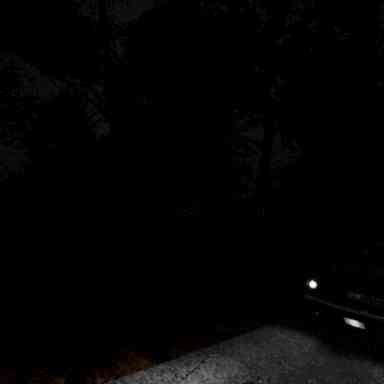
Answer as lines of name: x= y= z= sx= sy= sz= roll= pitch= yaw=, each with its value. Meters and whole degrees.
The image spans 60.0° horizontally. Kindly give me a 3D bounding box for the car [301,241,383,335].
car: x=4.129 y=1.617 z=6.220 sx=4.718 sy=1.301 sz=1.895 roll=0 pitch=0 yaw=-37
